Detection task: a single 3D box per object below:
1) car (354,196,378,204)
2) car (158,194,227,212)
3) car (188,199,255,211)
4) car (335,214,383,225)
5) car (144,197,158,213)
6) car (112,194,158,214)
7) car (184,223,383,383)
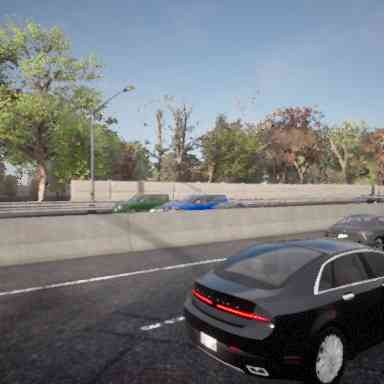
[{"bbox_3d":[28.299,1.423,54.162,5.008,1.535,1.882,0,0,-35],"label":"car"},{"bbox_3d":[0.500,1.198,25.836,5.566,2.045,2.150,0,0,-35],"label":"car"},{"bbox_3d":[2.450,1.481,22.927,4.892,1.490,1.837,0,0,-35],"label":"car"},{"bbox_3d":[7.043,1.542,13.062,4.181,1.385,1.994,0,0,-35],"label":"car"},{"bbox_3d":[-1.269,1.467,28.873,4.902,1.511,2.128,0,0,-35],"label":"car"},{"bbox_3d":[-4.409,1.200,30.383,5.566,2.045,2.150,0,0,-38],"label":"car"},{"bbox_3d":[2.168,1.496,5.294,4.892,1.490,1.837,0,0,-35],"label":"car"}]
